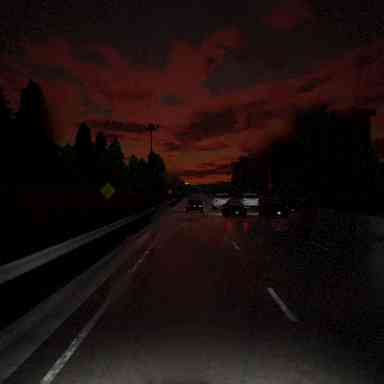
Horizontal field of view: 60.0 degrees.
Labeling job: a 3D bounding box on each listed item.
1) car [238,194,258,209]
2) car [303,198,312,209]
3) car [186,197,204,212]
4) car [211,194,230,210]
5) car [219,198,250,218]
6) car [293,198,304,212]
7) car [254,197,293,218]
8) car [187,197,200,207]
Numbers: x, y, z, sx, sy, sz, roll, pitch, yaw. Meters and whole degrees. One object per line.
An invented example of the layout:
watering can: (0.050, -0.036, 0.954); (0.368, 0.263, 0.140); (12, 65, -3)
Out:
car: (7.333, 1.221, 43.328); (2.150, 2.045, 5.566); (0, 0, 0)
car: (14.338, 1.478, 44.319); (1.882, 1.535, 5.008); (0, 0, 0)
car: (0.321, 1.547, 37.862); (2.033, 1.411, 5.357); (0, 0, 1)
car: (3.832, 1.221, 43.917); (2.150, 2.045, 5.566); (0, 0, 0)
car: (3.771, 1.526, 30.106); (1.812, 1.442, 4.674); (0, 0, 0)
car: (10.816, 1.601, 37.906); (1.895, 1.301, 4.718); (0, 0, 0)
car: (7.275, 1.505, 30.192); (1.837, 1.490, 4.892); (0, 0, 0)
car: (0.262, 1.526, 51.037); (1.812, 1.442, 4.674); (0, 0, 0)
